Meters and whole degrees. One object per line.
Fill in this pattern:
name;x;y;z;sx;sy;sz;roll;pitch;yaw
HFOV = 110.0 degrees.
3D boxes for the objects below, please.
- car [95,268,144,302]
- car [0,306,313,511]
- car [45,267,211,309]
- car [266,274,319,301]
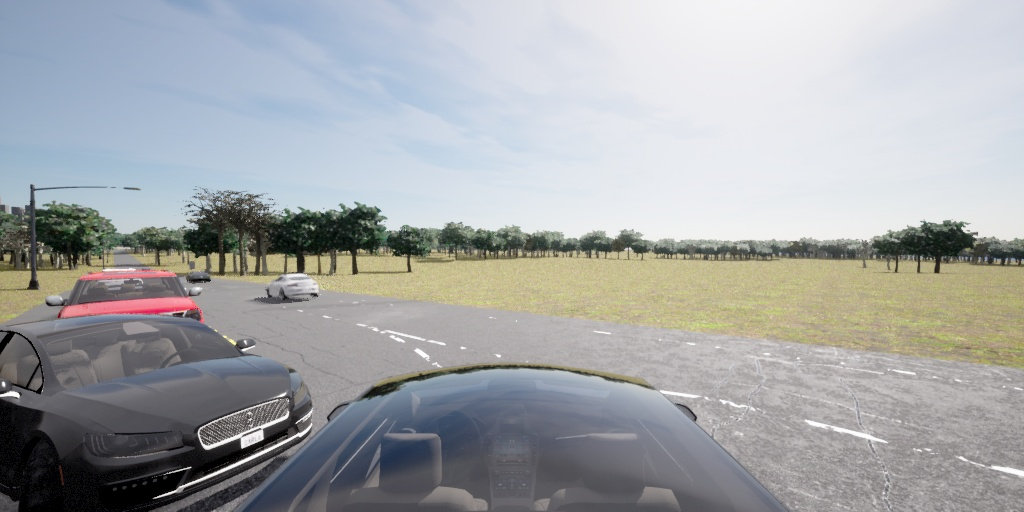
car;-27.584;1.890;25.204;5.566;2.045;2.150;-2;0;42
car;-4.488;1.445;4.028;4.892;1.490;1.837;-3;-3;22
car;-9.310;1.386;8.767;5.566;2.045;2.150;-2;0;42
car;-13.377;1.832;21.841;4.674;1.442;1.812;-2;0;42
